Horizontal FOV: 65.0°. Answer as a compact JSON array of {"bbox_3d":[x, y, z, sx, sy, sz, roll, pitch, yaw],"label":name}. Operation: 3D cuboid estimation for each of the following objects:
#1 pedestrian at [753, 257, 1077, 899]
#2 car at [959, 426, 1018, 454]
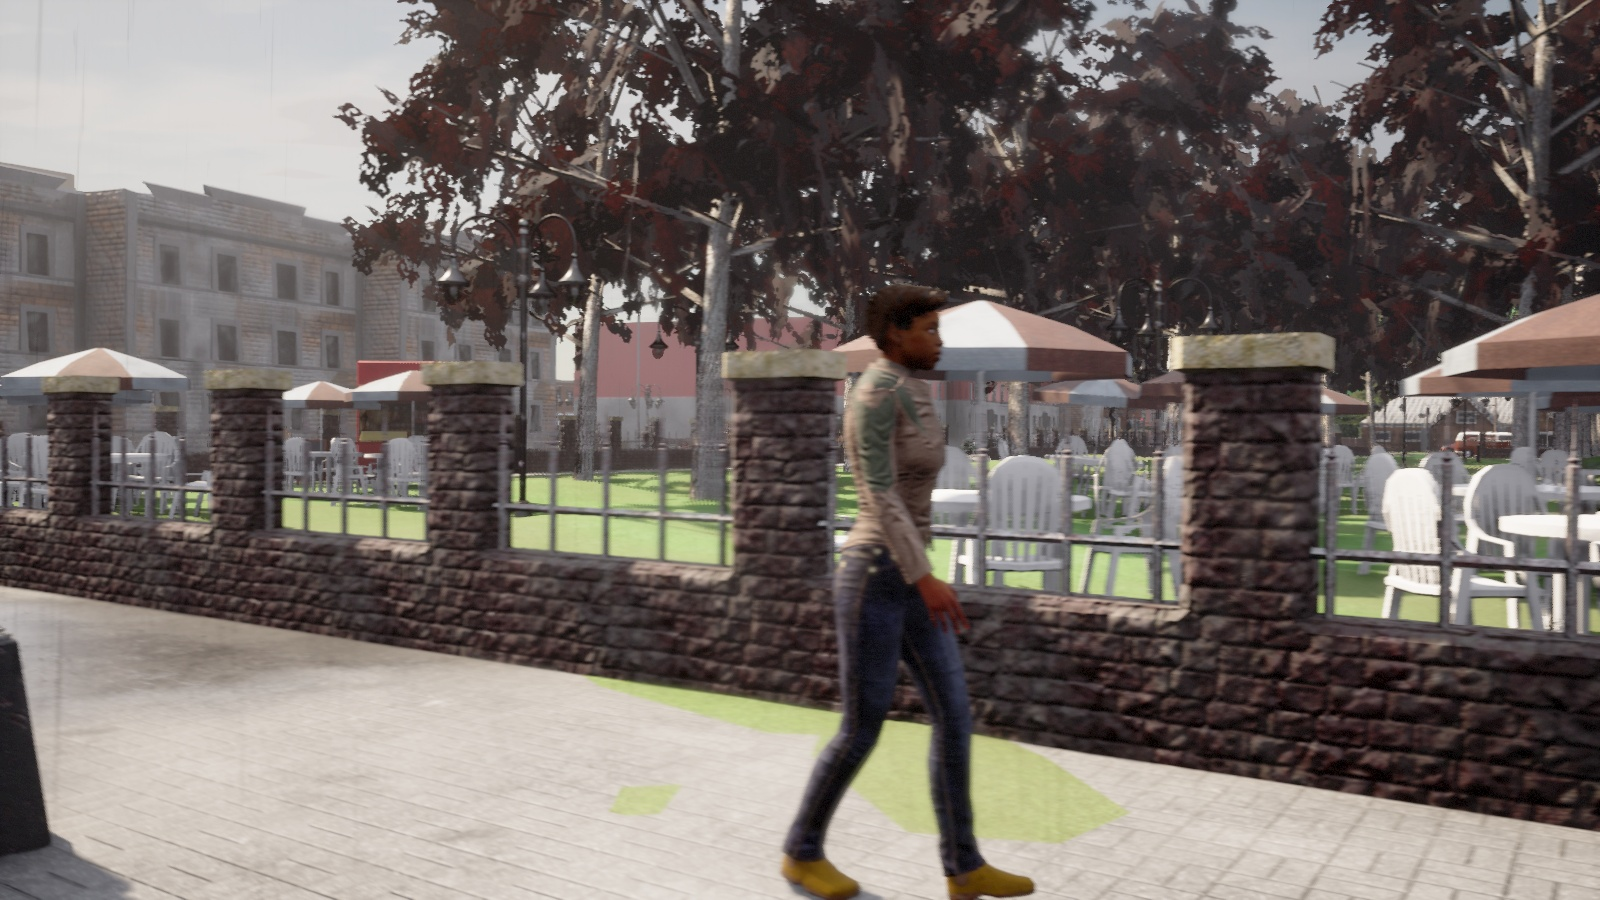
[{"bbox_3d":[0.334,0.388,3.668,0.869,1.805,0.328,0,1,23],"label":"pedestrian"},{"bbox_3d":[12.412,-0.651,82.670,2.097,1.767,4.553,0,1,34],"label":"car"}]
